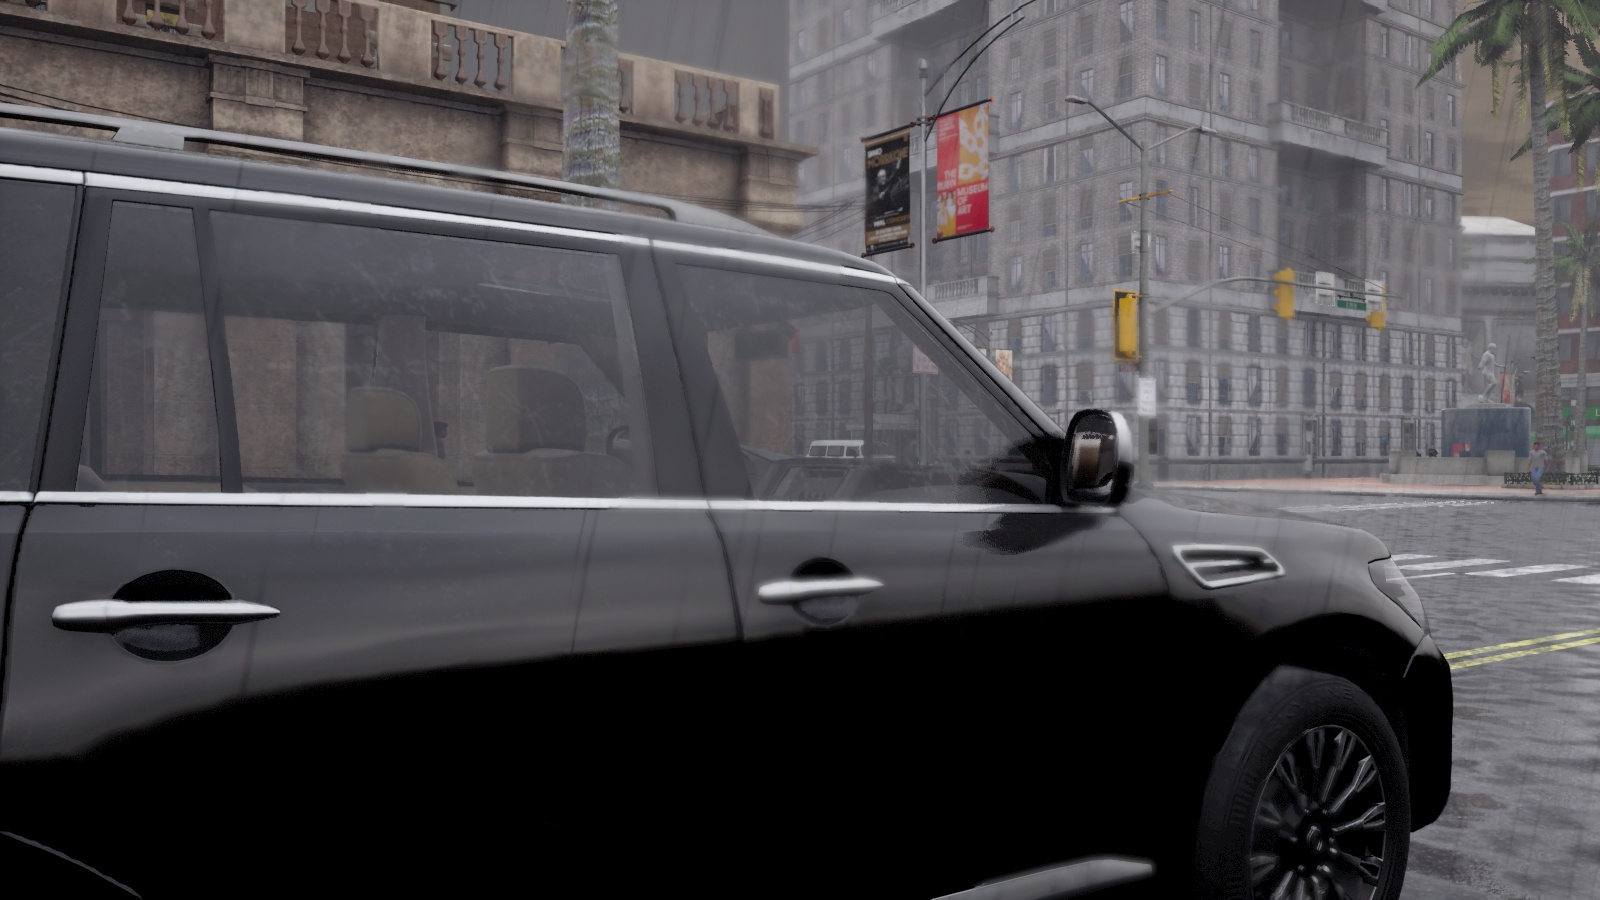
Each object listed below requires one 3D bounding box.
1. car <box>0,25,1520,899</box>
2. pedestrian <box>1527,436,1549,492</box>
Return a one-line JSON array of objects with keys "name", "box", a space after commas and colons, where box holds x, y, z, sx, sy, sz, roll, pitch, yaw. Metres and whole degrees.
[{"name": "car", "box": [-0.661, 0.473, 3.201, 5.566, 2.045, 2.150, 0, 0, -35]}, {"name": "pedestrian", "box": [24.357, 0.451, 41.451, 0.706, 1.836, 0.354, 0, 0, -36]}]
